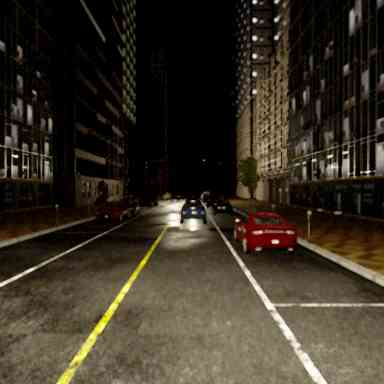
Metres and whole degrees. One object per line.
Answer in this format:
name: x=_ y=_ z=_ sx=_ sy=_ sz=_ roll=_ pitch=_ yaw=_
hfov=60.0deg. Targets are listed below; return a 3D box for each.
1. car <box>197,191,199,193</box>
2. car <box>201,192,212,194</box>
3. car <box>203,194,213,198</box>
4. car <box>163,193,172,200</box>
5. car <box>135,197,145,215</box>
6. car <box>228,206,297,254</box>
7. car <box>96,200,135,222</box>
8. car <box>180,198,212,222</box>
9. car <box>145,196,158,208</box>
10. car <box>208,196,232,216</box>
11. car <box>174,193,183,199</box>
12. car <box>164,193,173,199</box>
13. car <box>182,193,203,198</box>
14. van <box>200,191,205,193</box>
car: x=2.673 y=0.635 z=86.936 sx=2.192 sy=1.841 sz=5.009 roll=0 pitch=1 yaw=0
car: x=2.680 y=1.174 z=52.786 sx=1.947 sy=1.339 sz=4.313 roll=0 pitch=0 yaw=0
car: x=2.682 y=1.264 z=41.402 sx=1.947 sy=1.339 sz=4.313 roll=0 pitch=0 yaw=0
car: x=-5.707 y=0.945 z=75.393 sx=1.752 sy=1.417 sz=4.829 roll=0 pitch=0 yaw=0
car: x=-5.696 y=1.367 z=30.024 sx=1.802 sy=1.307 sz=4.206 roll=0 pitch=0 yaw=0
car: x=2.689 y=1.455 z=12.942 sx=1.887 sy=1.381 sz=4.507 roll=0 pitch=0 yaw=0
car: x=-5.694 y=1.372 z=24.330 sx=1.887 sy=1.381 sz=4.507 roll=0 pitch=0 yaw=0
car: x=0.092 y=1.376 z=24.151 sx=2.033 sy=1.411 sz=5.357 roll=0 pitch=0 yaw=0
car: x=-5.698 y=1.242 z=41.408 sx=1.887 sy=1.381 sz=4.507 roll=0 pitch=0 yaw=0
car: x=2.685 y=1.351 z=30.018 sx=1.947 sy=1.339 sz=4.313 roll=0 pitch=0 yaw=0
car: x=-3.019 y=0.854 z=76.104 sx=1.812 sy=1.442 sz=4.674 roll=0 pitch=0 yaw=0
car: x=-5.708 y=0.920 z=81.256 sx=2.008 sy=1.369 sz=4.403 roll=0 pitch=0 yaw=0
car: x=0.091 y=1.244 z=41.523 sx=2.033 sy=1.411 sz=5.357 roll=0 pitch=0 yaw=0
van: x=2.679 y=0.903 z=58.478 sx=1.690 sy=1.788 sz=3.998 roll=0 pitch=0 yaw=0
